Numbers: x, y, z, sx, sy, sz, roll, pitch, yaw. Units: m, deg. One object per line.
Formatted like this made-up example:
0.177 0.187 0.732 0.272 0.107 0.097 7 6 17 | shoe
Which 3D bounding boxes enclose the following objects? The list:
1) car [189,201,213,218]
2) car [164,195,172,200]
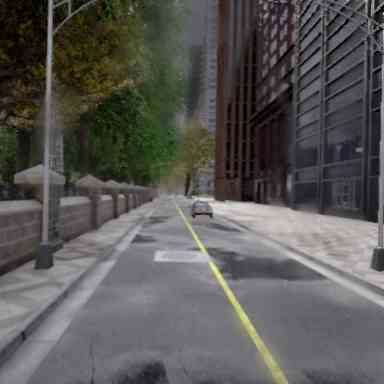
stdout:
0.803 1.567 30.424 2.033 1.411 5.357 1 0 -4 | car
-6.347 1.444 87.605 1.812 1.442 4.674 1 0 -4 | car
